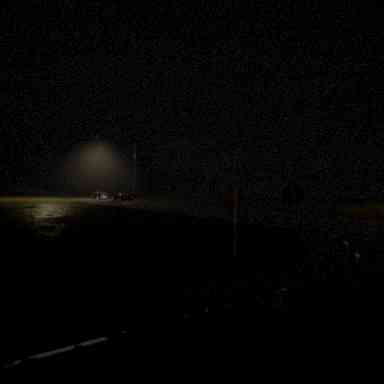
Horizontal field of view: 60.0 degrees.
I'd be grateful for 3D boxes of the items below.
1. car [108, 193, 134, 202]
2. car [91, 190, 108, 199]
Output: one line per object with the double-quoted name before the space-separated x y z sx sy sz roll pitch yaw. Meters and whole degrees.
"car" -10.883 0.789 52.003 1.895 1.301 4.718 1 0 -35
"car" -16.650 0.499 60.133 1.837 1.490 4.892 1 1 -35
